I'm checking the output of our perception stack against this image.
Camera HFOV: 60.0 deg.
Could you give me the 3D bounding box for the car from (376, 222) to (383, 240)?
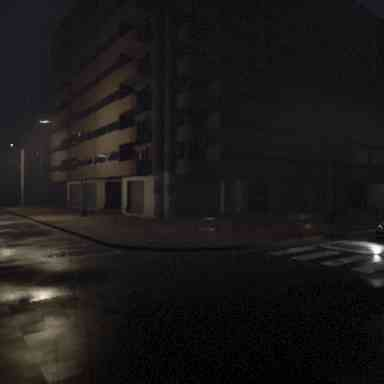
[{"bbox_3d":[10.682,1.568,15.935,4.674,1.442,1.812,0,0,-35],"label":"car"}]
